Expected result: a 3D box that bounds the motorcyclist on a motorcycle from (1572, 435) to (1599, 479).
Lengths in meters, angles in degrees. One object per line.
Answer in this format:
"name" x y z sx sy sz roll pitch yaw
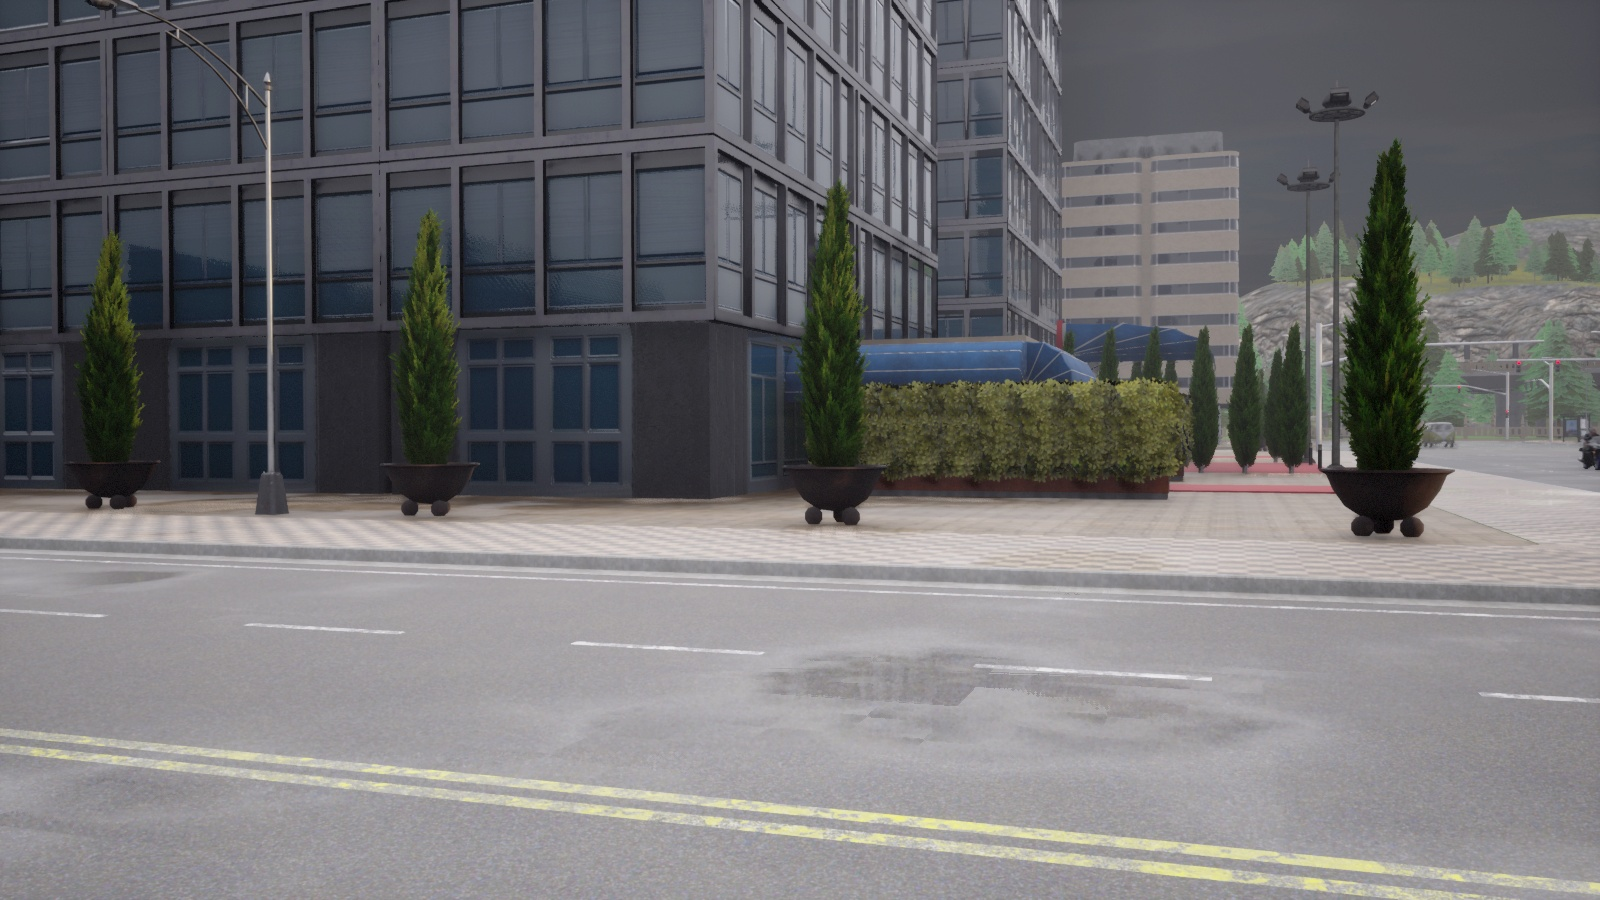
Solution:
"motorcyclist on a motorcycle" 28.887 0.238 45.708 0.866 1.530 2.191 1 1 18
